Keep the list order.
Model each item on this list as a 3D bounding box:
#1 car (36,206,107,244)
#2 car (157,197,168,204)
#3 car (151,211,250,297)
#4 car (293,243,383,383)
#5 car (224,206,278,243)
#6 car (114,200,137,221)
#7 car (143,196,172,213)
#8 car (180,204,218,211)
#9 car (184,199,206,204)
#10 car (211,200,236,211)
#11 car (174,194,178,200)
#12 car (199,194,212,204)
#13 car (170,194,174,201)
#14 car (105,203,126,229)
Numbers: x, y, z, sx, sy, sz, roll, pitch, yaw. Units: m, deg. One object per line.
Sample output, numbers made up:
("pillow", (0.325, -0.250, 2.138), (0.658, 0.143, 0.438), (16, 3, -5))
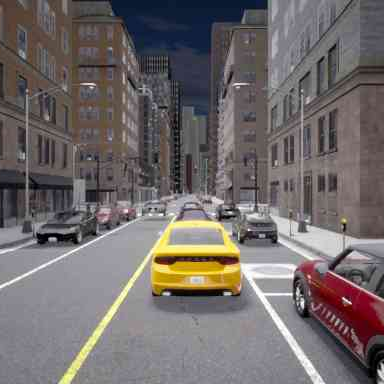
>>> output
("car", (-5.677, 1.567, 15.721), (1.947, 1.339, 4.313), (0, 0, 0))
("car", (-5.665, 1.627, 63.827), (1.802, 1.307, 4.206), (0, 0, 0))
("car", (0.090, 1.478, 8.649), (1.882, 1.535, 5.008), (0, 0, 0))
("car", (2.853, 1.440, 4.722), (1.967, 1.590, 4.097), (0, 0, 0))
("car", (2.848, 1.552, 15.725), (2.008, 1.369, 4.403), (0, 0, 0))
("car", (-5.683, 1.444, 26.724), (1.967, 1.590, 4.097), (0, 0, 0))
("car", (-3.013, 1.211, 27.498), (1.994, 1.385, 4.181), (0, 0, 0))
("car", (0.098, 1.566, 17.643), (1.994, 1.385, 4.181), (0, 0, -1))
("car", (-0.013, 1.530, 26.454), (1.812, 1.442, 4.674), (0, 0, 1))
("car", (2.843, 1.570, 26.727), (1.947, 1.339, 4.313), (0, 0, 0))
("car", (-5.628, 1.639, 90.699), (1.752, 1.417, 4.829), (0, 0, 0))
("car", (2.860, 1.485, 63.818), (1.967, 1.590, 4.097), (0, 0, 0))
("car", (-5.650, 1.617, 74.644), (2.008, 1.369, 4.403), (0, 0, 0))
("car", (-5.680, 1.584, 21.222), (1.802, 1.307, 4.206), (0, 0, 0))
